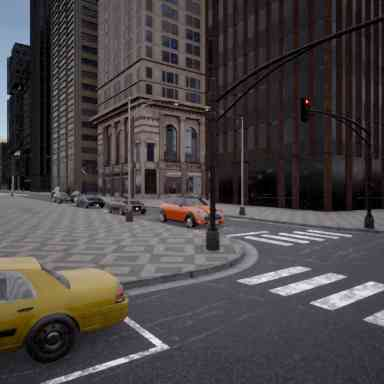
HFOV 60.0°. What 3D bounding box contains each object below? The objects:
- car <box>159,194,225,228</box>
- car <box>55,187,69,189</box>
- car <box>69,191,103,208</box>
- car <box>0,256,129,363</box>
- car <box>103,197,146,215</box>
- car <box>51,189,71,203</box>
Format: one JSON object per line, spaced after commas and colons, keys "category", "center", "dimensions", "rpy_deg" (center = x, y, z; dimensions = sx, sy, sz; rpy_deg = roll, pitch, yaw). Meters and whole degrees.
{"category": "car", "center": [-0.099, 1.053, 19.927], "dimensions": [2.097, 1.767, 4.553], "rpy_deg": [0, 1, -36]}
{"category": "car", "center": [-21.924, 0.134, 55.759], "dimensions": [2.150, 2.045, 5.566], "rpy_deg": [0, 1, -36]}
{"category": "car", "center": [-10.834, 0.893, 34.937], "dimensions": [2.033, 1.411, 5.357], "rpy_deg": [0, 1, -35]}
{"category": "car", "center": [-3.261, 1.526, 4.323], "dimensions": [4.829, 1.417, 1.752], "rpy_deg": [0, 0, -35]}
{"category": "car", "center": [-5.412, 1.088, 27.353], "dimensions": [1.994, 1.385, 4.181], "rpy_deg": [0, 1, -36]}
{"category": "car", "center": [-16.670, 0.663, 43.144], "dimensions": [1.837, 1.490, 4.892], "rpy_deg": [0, 1, -36]}
